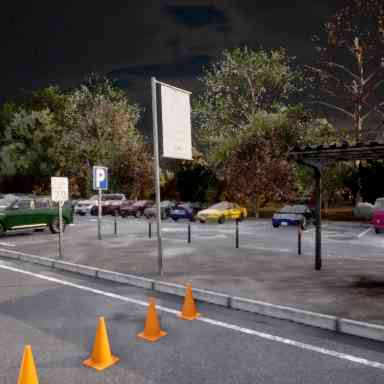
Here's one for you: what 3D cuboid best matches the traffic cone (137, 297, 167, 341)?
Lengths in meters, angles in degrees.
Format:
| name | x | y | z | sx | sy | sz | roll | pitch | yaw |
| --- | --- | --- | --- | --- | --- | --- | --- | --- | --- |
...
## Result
| name | x | y | z | sx | sy | sz | roll | pitch | yaw |
| --- | --- | --- | --- | --- | --- | --- | --- | --- | --- |
| traffic cone | -0.626 | 1.957 | 5.225 | 0.340 | 0.580 | 0.340 | 0 | 0 | 35 |

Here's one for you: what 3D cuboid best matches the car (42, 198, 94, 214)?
| name | x | y | z | sx | sy | sz | roll | pitch | yaw |
| --- | --- | --- | --- | --- | --- | --- | --- | --- | --- |
| car | -13.458 | 1.454 | 36.490 | 2.097 | 1.535 | 5.008 | 0 | 0 | 35 |

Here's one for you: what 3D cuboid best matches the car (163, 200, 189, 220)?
| name | x | y | z | sx | sy | sz | roll | pitch | yaw |
| --- | --- | --- | --- | --- | --- | --- | --- | --- | --- |
| car | 0.191 | 1.504 | 26.946 | 2.163 | 1.488 | 4.792 | 0 | 0 | 35 |

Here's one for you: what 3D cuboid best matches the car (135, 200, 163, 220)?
| name | x | y | z | sx | sy | sz | roll | pitch | yaw |
| --- | --- | --- | --- | --- | --- | --- | --- | --- | --- |
| car | -2.093 | 1.473 | 28.522 | 2.231 | 1.521 | 4.892 | 0 | 0 | 35 |

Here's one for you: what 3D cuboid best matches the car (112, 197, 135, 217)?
| name | x | y | z | sx | sy | sz | roll | pitch | yaw |
| --- | --- | --- | --- | --- | --- | --- | --- | --- | --- |
| car | -4.365 | 1.469 | 30.117 | 2.097 | 1.535 | 5.008 | 0 | 0 | 35 |

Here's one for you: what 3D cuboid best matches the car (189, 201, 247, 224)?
| name | x | y | z | sx | sy | sz | roll | pitch | yaw |
| --- | --- | --- | --- | --- | --- | --- | --- | --- | --- |
| car | 2.339 | 1.475 | 25.175 | 1.946 | 1.575 | 5.366 | 0 | 0 | 35 |

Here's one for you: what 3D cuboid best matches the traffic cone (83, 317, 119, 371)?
| name | x | y | z | sx | sy | sz | roll | pitch | yaw |
| --- | --- | --- | --- | --- | --- | --- | --- | --- | --- |
| traffic cone | -1.201 | 1.957 | 4.408 | 0.340 | 0.580 | 0.340 | 0 | 0 | 35 |

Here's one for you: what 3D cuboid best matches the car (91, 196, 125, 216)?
| name | x | y | z | sx | sy | sz | roll | pitch | yaw |
| --- | --- | --- | --- | --- | --- | --- | --- | --- | --- |
| car | -6.637 | 1.466 | 31.712 | 2.097 | 1.535 | 5.008 | 0 | 0 | 35 |

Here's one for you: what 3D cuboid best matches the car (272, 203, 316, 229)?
| name | x | y | z | sx | sy | sz | roll | pitch | yaw |
| --- | --- | --- | --- | --- | --- | --- | --- | --- | --- |
| car | 6.972 | 1.513 | 22.113 | 2.163 | 1.488 | 4.792 | 0 | 0 | 35 |

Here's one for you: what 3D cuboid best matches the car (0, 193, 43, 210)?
| name | x | y | z | sx | sy | sz | roll | pitch | yaw |
| --- | --- | --- | --- | --- | --- | --- | --- | --- | --- |
| car | -22.560 | 1.153 | 42.853 | 2.435 | 2.045 | 5.566 | 0 | 0 | 35 |

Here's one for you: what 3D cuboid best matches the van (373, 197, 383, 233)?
| name | x | y | z | sx | sy | sz | roll | pitch | yaw |
| --- | --- | --- | --- | --- | --- | --- | --- | --- | --- |
| van | 11.598 | 1.264 | 19.042 | 1.878 | 1.987 | 4.442 | 0 | 0 | 35 |

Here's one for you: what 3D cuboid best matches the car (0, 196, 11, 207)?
| name | x | y | z | sx | sy | sz | roll | pitch | yaw |
| --- | --- | --- | --- | --- | --- | --- | --- | --- | --- |
| car | -29.253 | 1.332 | 47.815 | 1.946 | 1.575 | 5.366 | 1 | 0 | 35 |

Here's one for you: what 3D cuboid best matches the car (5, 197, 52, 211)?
| name | x | y | z | sx | sy | sz | roll | pitch | yaw |
| --- | --- | --- | --- | --- | --- | --- | --- | --- | --- |
| car | -20.257 | 1.451 | 41.306 | 2.163 | 1.488 | 4.792 | 0 | 0 | 35 |

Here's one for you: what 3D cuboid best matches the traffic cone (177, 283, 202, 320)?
| name | x | y | z | sx | sy | sz | roll | pitch | yaw |
| --- | --- | --- | --- | --- | --- | --- | --- | --- | --- |
| traffic cone | -0.051 | 1.957 | 6.041 | 0.340 | 0.580 | 0.340 | 0 | 0 | 36 |

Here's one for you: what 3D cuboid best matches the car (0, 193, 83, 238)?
| name | x | y | z | sx | sy | sz | roll | pitch | yaw |
| --- | --- | --- | --- | --- | --- | --- | --- | --- | --- |
| car | -8.918 | 1.221 | 17.290 | 2.435 | 2.045 | 5.566 | 0 | 0 | 35 |

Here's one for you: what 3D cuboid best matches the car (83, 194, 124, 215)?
| name | x | y | z | sx | sy | sz | roll | pitch | yaw |
| --- | --- | --- | --- | --- | --- | --- | --- | --- | --- |
| car | -8.928 | 1.212 | 33.279 | 2.435 | 2.045 | 5.566 | 0 | 0 | 35 |

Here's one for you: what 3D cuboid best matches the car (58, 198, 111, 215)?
| name | x | y | z | sx | sy | sz | roll | pitch | yaw |
| --- | --- | --- | --- | --- | --- | --- | --- | --- | --- |
| car | -11.185 | 1.461 | 34.892 | 2.231 | 1.521 | 4.892 | 0 | 0 | 35 |

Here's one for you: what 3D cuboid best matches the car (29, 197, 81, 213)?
| name | x | y | z | sx | sy | sz | roll | pitch | yaw |
| --- | --- | --- | --- | --- | --- | --- | --- | --- | --- |
| car | -15.622 | 1.444 | 38.241 | 1.946 | 1.575 | 5.366 | 0 | 0 | 35 |

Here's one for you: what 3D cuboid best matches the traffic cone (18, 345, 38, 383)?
| name | x | y | z | sx | sy | sz | roll | pitch | yaw |
| --- | --- | --- | --- | --- | --- | --- | --- | --- | --- |
| traffic cone | -1.776 | 1.957 | 3.592 | 0.340 | 0.580 | 0.340 | 0 | 0 | 35 |

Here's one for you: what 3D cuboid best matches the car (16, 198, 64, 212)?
| name | x | y | z | sx | sy | sz | roll | pitch | yaw |
| --- | --- | --- | --- | --- | --- | --- | --- | --- | --- |
| car | -18.013 | 1.468 | 39.659 | 2.163 | 1.488 | 4.792 | 0 | 0 | 35 |
